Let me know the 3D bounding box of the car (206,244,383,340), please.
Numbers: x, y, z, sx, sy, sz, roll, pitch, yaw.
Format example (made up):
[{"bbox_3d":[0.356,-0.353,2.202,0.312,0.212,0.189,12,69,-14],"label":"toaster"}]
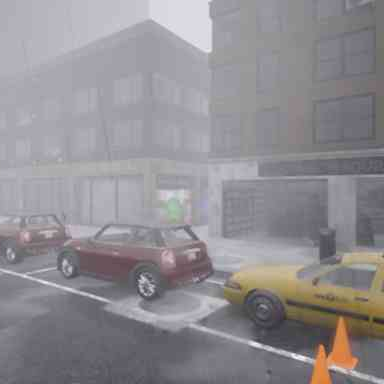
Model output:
[{"bbox_3d":[2.771,1.522,5.227,4.829,1.417,1.752,0,0,36],"label":"car"}]

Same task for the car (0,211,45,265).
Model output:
[{"bbox_3d":[-6.068,1.377,11.565,4.097,1.590,1.967,0,0,36],"label":"car"}]

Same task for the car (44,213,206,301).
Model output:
[{"bbox_3d":[-1.579,1.407,8.347,4.097,1.590,1.967,0,0,36],"label":"car"}]

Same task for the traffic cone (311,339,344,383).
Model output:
[{"bbox_3d":[1.394,1.951,3.590,0.340,0.580,0.340,0,0,36],"label":"traffic cone"}]

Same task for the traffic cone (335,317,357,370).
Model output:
[{"bbox_3d":[1.977,1.951,4.403,0.340,0.580,0.340,0,0,36],"label":"traffic cone"}]
